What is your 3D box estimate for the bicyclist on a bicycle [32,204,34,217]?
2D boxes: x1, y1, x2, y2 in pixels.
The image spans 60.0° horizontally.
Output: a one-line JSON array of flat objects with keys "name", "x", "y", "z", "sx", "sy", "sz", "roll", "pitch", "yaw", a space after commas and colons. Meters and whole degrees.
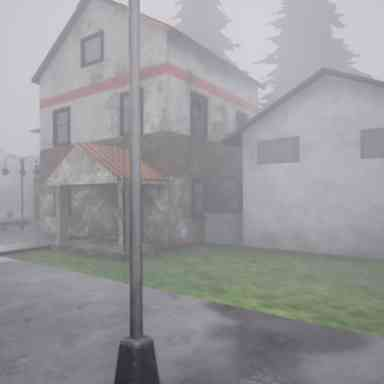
[{"name": "bicyclist on a bicycle", "x": -15.389, "y": 1.640, "z": 32.837, "sx": 1.656, "sy": 1.620, "sz": 0.582, "roll": -1, "pitch": -1, "yaw": 35}]
